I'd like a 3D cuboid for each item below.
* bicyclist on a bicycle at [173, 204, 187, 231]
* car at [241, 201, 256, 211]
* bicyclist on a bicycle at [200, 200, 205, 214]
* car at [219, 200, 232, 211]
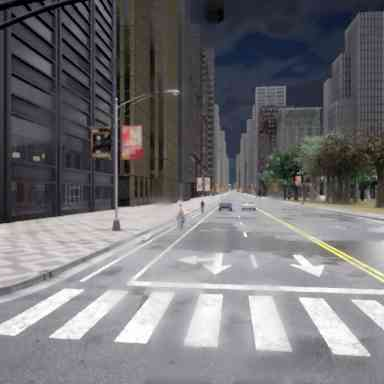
[{"bbox_3d":[-0.698,1.537,20.227,0.866,1.612,1.509,0,-1,7],"label":"bicyclist on a bicycle"},{"bbox_3d":[8.074,1.964,47.583,1.895,1.301,4.718,0,-1,7],"label":"car"},{"bbox_3d":[1.138,1.702,35.960,0.582,1.620,1.656,0,0,7],"label":"bicyclist on a bicycle"},{"bbox_3d":[4.851,1.911,48.001,2.033,1.411,5.357,0,-1,7],"label":"car"}]
